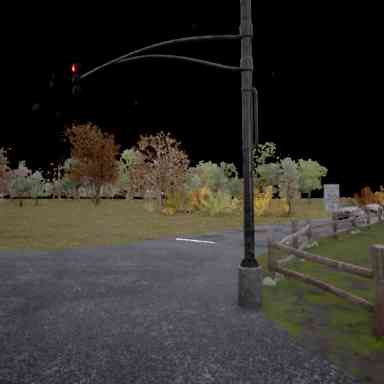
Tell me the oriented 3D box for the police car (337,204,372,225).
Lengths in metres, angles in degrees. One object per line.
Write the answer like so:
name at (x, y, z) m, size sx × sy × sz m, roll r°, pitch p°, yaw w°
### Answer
police car at (13.919, 1.924, 29.258) m, size 1.930 × 1.638 × 5.238 m, roll -1°, pitch -2°, yaw 40°

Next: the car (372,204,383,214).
car at (26.087, 2.435, 47.887) m, size 2.033 × 1.411 × 5.357 m, roll -1°, pitch -2°, yaw 40°
